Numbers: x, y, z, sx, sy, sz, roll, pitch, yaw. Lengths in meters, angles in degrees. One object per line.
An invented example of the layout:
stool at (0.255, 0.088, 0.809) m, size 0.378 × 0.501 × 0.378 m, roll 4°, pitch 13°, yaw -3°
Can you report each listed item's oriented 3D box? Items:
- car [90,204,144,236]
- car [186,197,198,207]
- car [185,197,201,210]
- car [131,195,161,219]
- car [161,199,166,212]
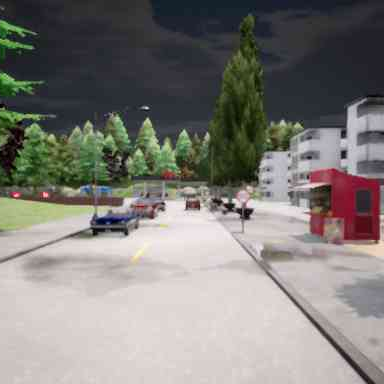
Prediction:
car at (-4.105, 1.583, 18.479) m, size 1.895 × 1.301 × 4.718 m, roll 0°, pitch 0°, yaw 0°
car at (0.035, 1.476, 51.733) m, size 1.812 × 1.442 × 4.674 m, roll 0°, pitch 0°, yaw 0°
car at (0.110, 1.438, 41.429) m, size 1.882 × 1.535 × 5.008 m, roll 0°, pitch 0°, yaw 0°
car at (-4.095, 1.324, 28.372) m, size 2.097 × 1.767 × 4.553 m, roll 0°, pitch 0°, yaw 0°
car at (-4.054, 1.527, 38.329) m, size 1.994 × 1.385 × 4.181 m, roll 0°, pitch 0°, yaw 1°
